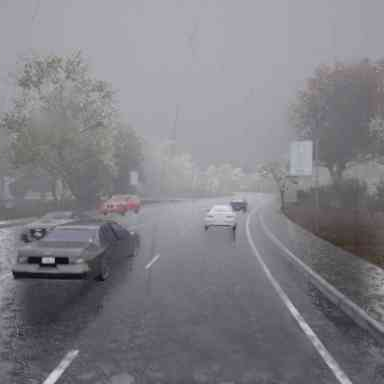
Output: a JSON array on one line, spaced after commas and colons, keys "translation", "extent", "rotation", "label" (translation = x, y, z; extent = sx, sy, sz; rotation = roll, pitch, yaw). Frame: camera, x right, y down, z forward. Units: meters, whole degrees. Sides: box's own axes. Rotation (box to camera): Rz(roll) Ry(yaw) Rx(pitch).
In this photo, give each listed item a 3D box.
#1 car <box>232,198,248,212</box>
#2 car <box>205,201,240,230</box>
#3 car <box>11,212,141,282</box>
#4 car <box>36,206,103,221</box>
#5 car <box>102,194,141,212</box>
[{"translation": [5.468, 1.495, 38.598], "extent": [1.882, 1.535, 5.008], "rotation": [0, 0, 14], "label": "car"}, {"translation": [1.897, 1.532, 20.925], "extent": [1.812, 1.442, 4.674], "rotation": [0, 0, 9], "label": "car"}, {"translation": [-2.942, 1.538, 9.757], "extent": [2.033, 1.411, 5.357], "rotation": [0, 0, 4], "label": "car"}, {"translation": [-6.060, 1.542, 15.554], "extent": [1.994, 1.385, 4.181], "rotation": [0, 0, 6], "label": "car"}, {"translation": [-6.838, 1.268, 32.584], "extent": [2.150, 2.045, 5.566], "rotation": [0, 0, 12], "label": "car"}]
